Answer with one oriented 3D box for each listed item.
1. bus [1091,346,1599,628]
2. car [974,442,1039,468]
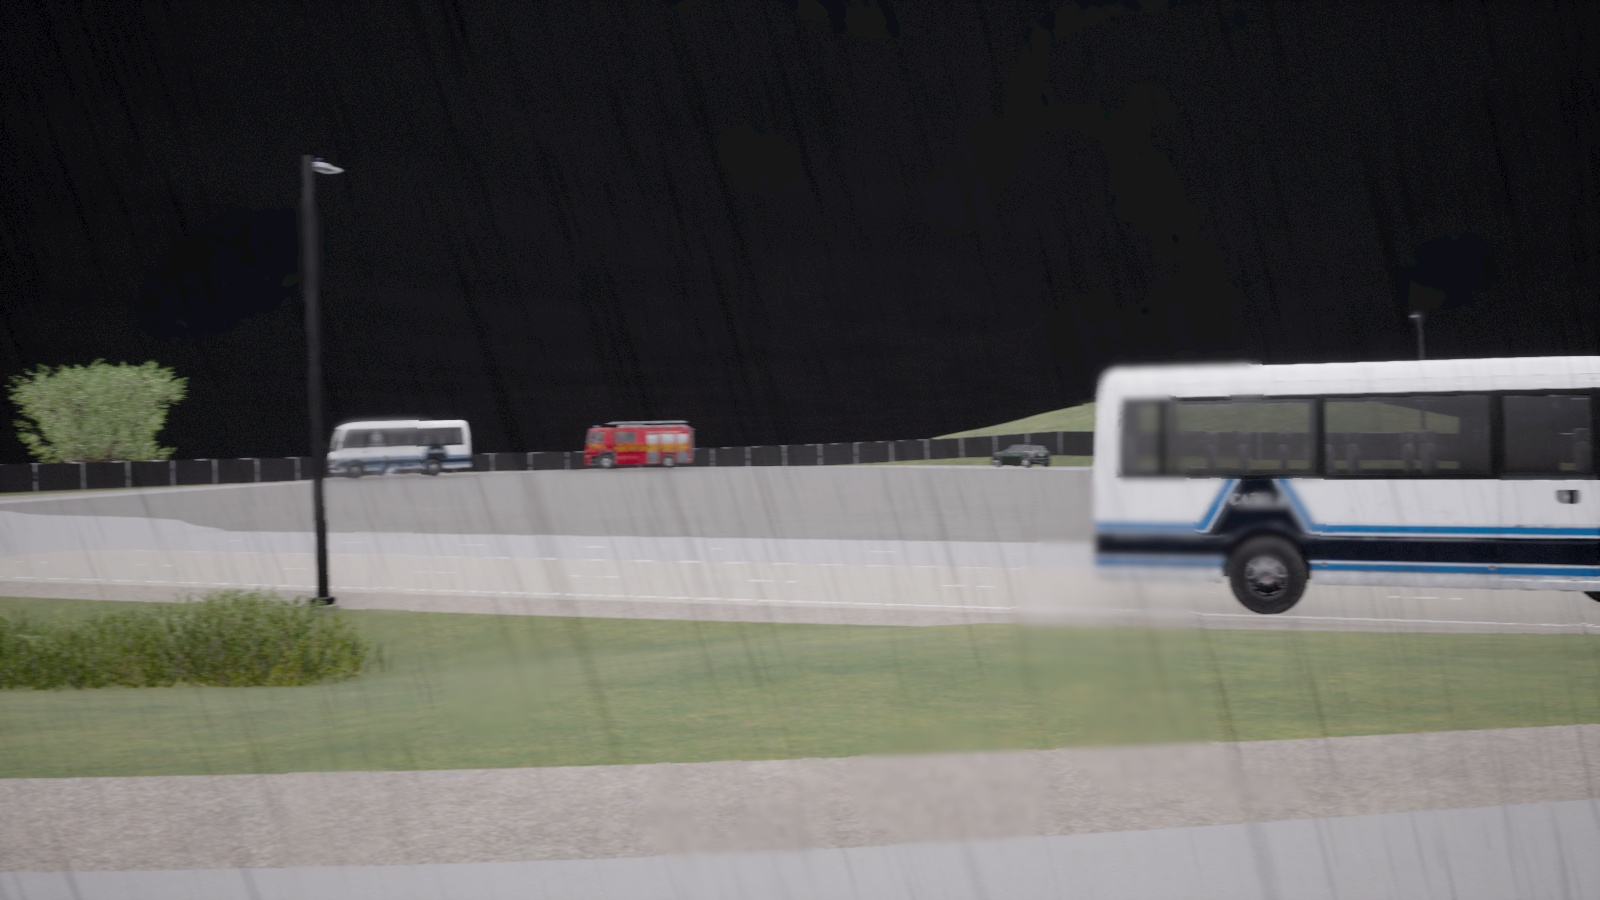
[{"bbox_3d":[10.497,0.565,21.563,10.273,4.253,3.944,-1,0,20],"label":"bus"},{"bbox_3d":[14.996,0.335,91.346,2.097,1.767,4.553,-2,1,-35],"label":"car"}]
